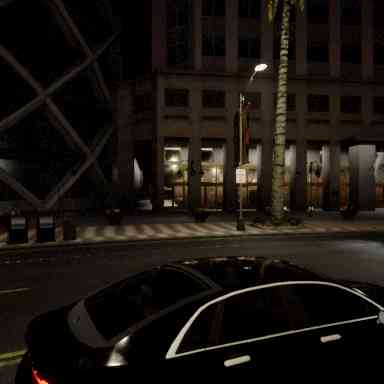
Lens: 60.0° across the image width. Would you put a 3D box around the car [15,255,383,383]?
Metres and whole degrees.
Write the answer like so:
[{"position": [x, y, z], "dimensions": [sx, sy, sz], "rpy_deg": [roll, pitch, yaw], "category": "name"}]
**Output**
[{"position": [0.802, 1.505, 3.700], "dimensions": [4.892, 1.490, 1.837], "rpy_deg": [0, 0, -26], "category": "car"}]
